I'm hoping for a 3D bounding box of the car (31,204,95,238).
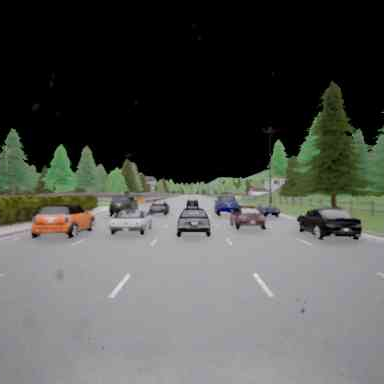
[{"bbox_3d":[-6.904,1.440,18.342,2.097,1.767,4.553,0,0,0],"label":"car"}]

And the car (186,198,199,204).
[{"bbox_3d":[0.086,1.741,54.650,1.882,1.535,5.008,0,0,0],"label":"car"}]

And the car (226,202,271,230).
[{"bbox_3d":[3.600,1.632,21.992,1.812,1.442,4.674,0,0,0],"label":"car"}]

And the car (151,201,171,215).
[{"bbox_3d":[-3.421,1.666,35.824,2.128,1.511,4.902,0,0,0],"label":"car"}]

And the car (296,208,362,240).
[{"bbox_3d":[7.041,1.563,17.617,1.882,1.535,5.008,0,0,0],"label":"car"}]

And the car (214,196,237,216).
[{"bbox_3d":[3.587,1.395,35.327,2.150,2.045,5.566,0,0,0],"label":"car"}]

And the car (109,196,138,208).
[{"bbox_3d":[-6.923,1.388,34.218,2.150,2.045,5.566,0,0,0],"label":"car"}]

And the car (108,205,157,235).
[{"bbox_3d":[-3.450,1.696,19.616,1.895,1.301,4.718,0,0,0],"label":"car"}]

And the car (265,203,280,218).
[{"bbox_3d":[7.073,1.757,32.337,1.895,1.301,4.718,0,0,0],"label":"car"}]

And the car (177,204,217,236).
[{"bbox_3d":[0.094,1.641,19.193,2.033,1.411,5.357,0,0,0],"label":"car"}]
